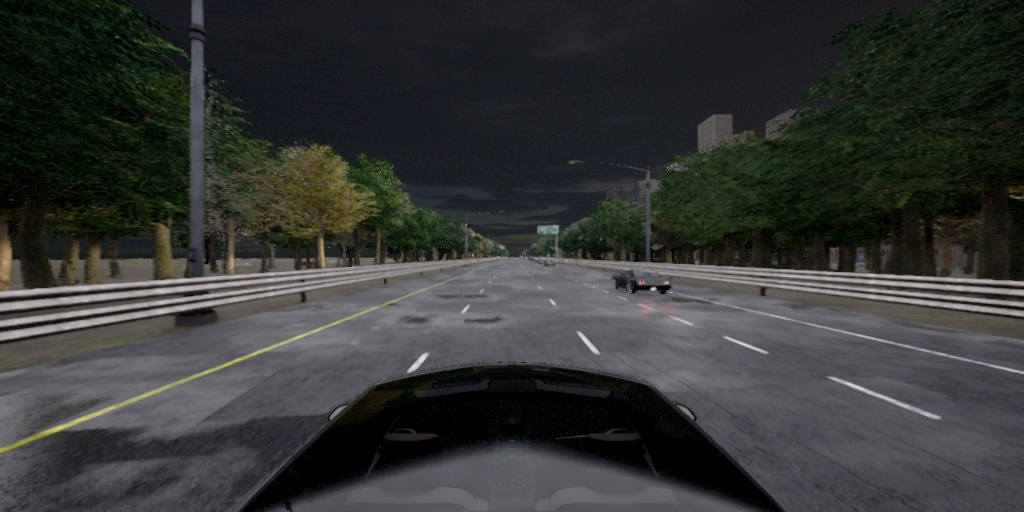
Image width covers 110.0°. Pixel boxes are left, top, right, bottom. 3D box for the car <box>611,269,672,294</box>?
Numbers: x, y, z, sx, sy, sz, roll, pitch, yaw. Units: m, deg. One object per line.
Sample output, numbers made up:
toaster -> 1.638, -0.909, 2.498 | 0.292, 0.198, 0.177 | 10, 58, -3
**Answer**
car -> 7.012, 1.357, 20.002 | 1.895, 1.301, 4.718 | 0, 0, 0
